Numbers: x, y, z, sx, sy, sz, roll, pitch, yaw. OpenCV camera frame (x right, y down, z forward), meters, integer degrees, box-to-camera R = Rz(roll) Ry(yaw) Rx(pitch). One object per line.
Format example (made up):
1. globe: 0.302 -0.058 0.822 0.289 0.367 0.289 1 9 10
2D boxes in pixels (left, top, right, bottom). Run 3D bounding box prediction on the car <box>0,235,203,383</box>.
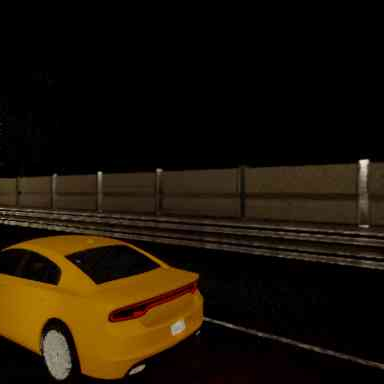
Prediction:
1. car: -2.180 1.460 5.426 5.008 1.535 1.882 0 0 36
